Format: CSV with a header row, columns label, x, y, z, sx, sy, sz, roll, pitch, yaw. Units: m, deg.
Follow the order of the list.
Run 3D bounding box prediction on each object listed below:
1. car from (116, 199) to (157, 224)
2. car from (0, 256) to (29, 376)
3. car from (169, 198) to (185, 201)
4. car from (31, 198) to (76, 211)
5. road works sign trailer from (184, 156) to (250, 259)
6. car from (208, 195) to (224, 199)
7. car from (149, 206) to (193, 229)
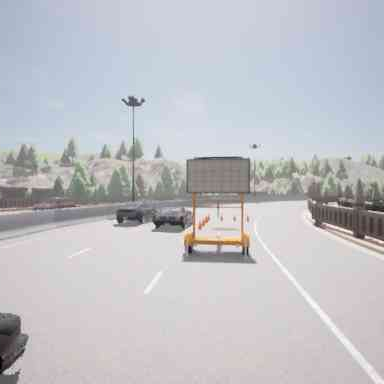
label,x,y,z,sx,sy,sz,roll,pitch,yaw
car,-3.979,1.492,24.625,1.837,1.490,4.892,0,0,11
car,-3.124,1.547,1.683,2.033,1.411,5.357,0,0,5
car,-2.257,1.550,51.046,1.994,1.385,4.181,0,0,28
car,-13.218,1.354,31.907,2.097,1.767,4.553,0,0,15
road works sign trailer,1.006,0.461,12.721,2.380,3.560,2.880,0,0,8
car,5.029,1.484,69.100,1.837,1.490,4.892,0,0,36
car,-1.039,1.587,21.611,1.895,1.301,4.718,0,0,10
